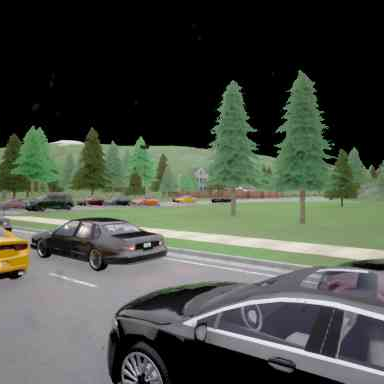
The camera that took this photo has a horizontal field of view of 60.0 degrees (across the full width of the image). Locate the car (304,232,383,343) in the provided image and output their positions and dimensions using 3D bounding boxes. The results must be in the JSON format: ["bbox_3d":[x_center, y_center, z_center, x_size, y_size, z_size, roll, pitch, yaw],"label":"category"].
[{"bbox_3d":[4.186,1.564,5.202,4.181,1.385,1.994,0,0,38],"label":"car"}]

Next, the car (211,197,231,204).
[{"bbox_3d":[5.621,1.601,65.148,1.895,1.301,4.718,0,0,39],"label":"car"}]

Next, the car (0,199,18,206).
[{"bbox_3d":[-22.277,1.563,41.391,1.994,1.385,4.181,0,0,39],"label":"car"}]

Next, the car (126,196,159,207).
[{"bbox_3d":[-7.012,1.352,49.353,2.097,1.767,4.553,0,0,39],"label":"car"}]

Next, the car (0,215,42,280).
[{"bbox_3d":[-6.252,1.478,8.860,5.008,1.535,1.882,0,0,38],"label":"car"}]

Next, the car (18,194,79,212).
[{"bbox_3d":[-16.181,1.223,37.809,2.150,2.045,5.566,0,0,38],"label":"car"}]

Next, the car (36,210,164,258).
[{"bbox_3d":[-3.245,1.547,10.955,5.357,1.411,2.033,0,0,38],"label":"car"}]

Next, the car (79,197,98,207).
[{"bbox_3d":[-14.968,1.477,50.594,1.882,1.535,5.008,0,0,38],"label":"car"}]

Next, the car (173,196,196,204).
[{"bbox_3d":[-1.199,1.477,62.257,1.882,1.535,5.008,0,0,39],"label":"car"}]

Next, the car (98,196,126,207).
[{"bbox_3d":[-11.107,1.353,49.825,2.097,1.767,4.553,0,0,38],"label":"car"}]

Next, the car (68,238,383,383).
[{"bbox_3d":[1.220,1.492,3.080,4.902,1.511,2.128,0,0,38],"label":"car"}]

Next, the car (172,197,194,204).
[{"bbox_3d":[-1.799,1.601,67.063,1.895,1.301,4.718,0,0,39],"label":"car"}]

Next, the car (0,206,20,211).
[{"bbox_3d":[-11.231,1.547,17.095,5.357,1.411,2.033,0,0,38],"label":"car"}]
